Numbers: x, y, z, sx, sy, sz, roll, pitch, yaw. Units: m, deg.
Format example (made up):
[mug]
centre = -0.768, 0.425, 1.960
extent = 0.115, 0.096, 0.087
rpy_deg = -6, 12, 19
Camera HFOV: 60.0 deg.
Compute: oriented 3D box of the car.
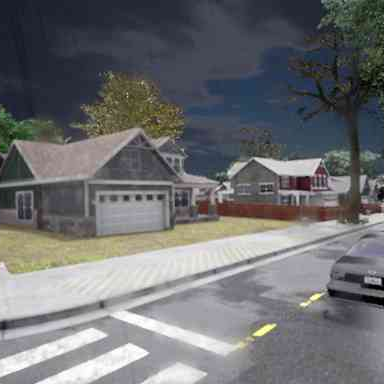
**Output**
[car]
centre = 4.851, 1.659, 7.870
extent = 2.033, 1.411, 5.357
rpy_deg = -2, -2, 40
